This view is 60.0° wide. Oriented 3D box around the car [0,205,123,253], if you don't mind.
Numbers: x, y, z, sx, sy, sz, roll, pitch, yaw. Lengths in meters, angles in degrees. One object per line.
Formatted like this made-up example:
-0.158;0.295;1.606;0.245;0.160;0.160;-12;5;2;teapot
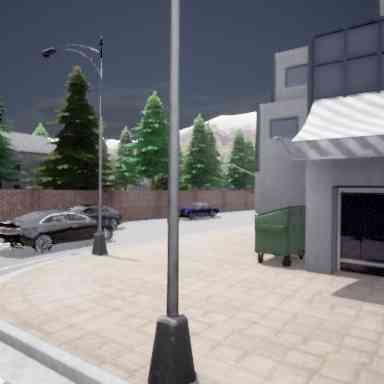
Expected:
-5.458;1.514;13.968;2.128;1.511;4.902;0;0;34;car

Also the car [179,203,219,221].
0.240;1.582;27.543;1.895;1.301;4.718;1;1;37;car
